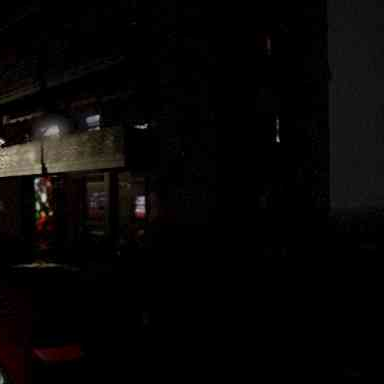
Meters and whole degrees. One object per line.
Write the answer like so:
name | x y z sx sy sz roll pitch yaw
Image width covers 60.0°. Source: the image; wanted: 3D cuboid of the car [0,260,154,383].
car | -2.391 1.623 4.583 4.206 1.307 1.802 -1 -1 35
